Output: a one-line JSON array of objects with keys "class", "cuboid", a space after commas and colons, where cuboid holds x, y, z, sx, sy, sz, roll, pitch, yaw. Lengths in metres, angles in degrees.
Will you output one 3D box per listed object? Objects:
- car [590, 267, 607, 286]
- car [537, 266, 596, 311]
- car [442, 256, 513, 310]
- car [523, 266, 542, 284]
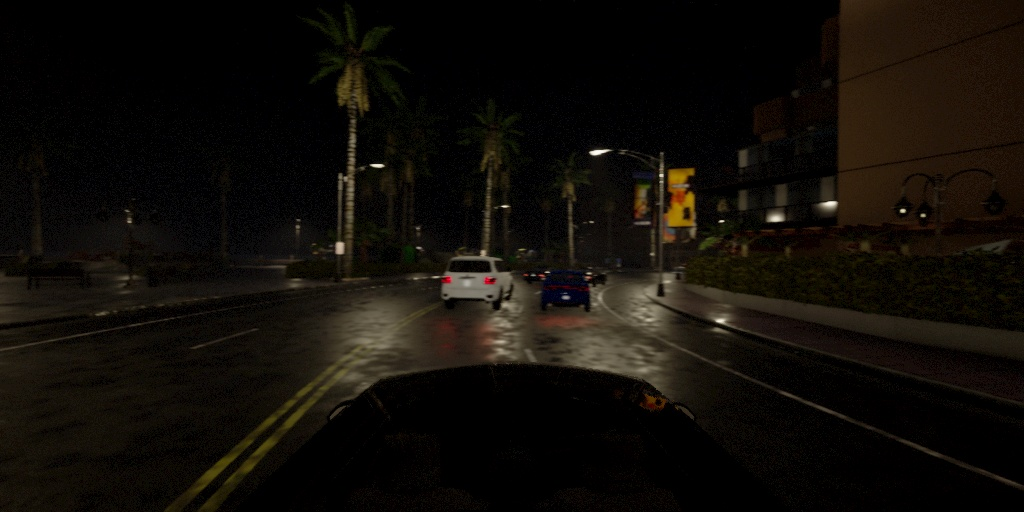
[{"class": "car", "cuboid": [5.852, 1.562, 27.410, 2.033, 1.411, 5.357, 1, 0, 27]}, {"class": "car", "cuboid": [2.271, 1.355, 15.360, 1.882, 1.535, 5.008, 1, 0, 8]}, {"class": "car", "cuboid": [-1.290, 1.035, 15.283, 2.150, 2.045, 5.566, 1, 0, 6]}, {"class": "car", "cuboid": [2.716, 1.521, 28.965, 2.033, 1.411, 5.357, 1, 0, 27]}]
